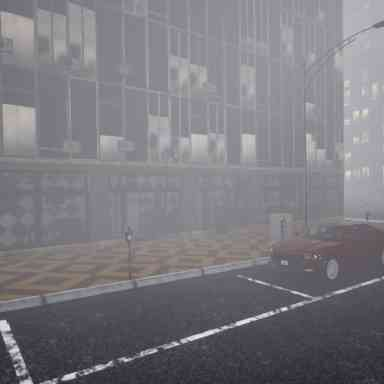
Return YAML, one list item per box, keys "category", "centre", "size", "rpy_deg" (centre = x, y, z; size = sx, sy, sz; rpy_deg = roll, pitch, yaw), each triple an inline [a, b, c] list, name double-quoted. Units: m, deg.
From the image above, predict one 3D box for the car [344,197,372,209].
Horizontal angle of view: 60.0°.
- category: "car"
  centre: [18.697, 1.275, 39.608]
  size: [1.752, 1.417, 4.829]
  rpy_deg: [-1, 1, -35]

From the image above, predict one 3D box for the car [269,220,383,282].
- category: "car"
  centre: [4.164, 1.542, 9.725]
  size: [4.507, 1.381, 1.887]
  rpy_deg: [0, -1, -36]
